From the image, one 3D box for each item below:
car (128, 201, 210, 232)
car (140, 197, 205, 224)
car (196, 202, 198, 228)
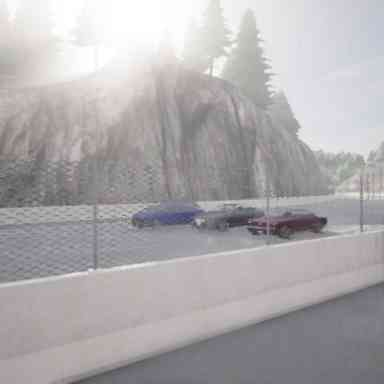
[{"bbox_3d":[-1.330,1.436,20.808,5.008,1.535,1.882,-1,0,-40],"label":"car"},{"bbox_3d":[-1.393,1.298,25.308,4.553,1.767,2.097,-1,0,-40],"label":"car"},{"bbox_3d":[2.262,1.431,19.242,4.902,1.511,2.128,0,0,-40],"label":"car"}]
